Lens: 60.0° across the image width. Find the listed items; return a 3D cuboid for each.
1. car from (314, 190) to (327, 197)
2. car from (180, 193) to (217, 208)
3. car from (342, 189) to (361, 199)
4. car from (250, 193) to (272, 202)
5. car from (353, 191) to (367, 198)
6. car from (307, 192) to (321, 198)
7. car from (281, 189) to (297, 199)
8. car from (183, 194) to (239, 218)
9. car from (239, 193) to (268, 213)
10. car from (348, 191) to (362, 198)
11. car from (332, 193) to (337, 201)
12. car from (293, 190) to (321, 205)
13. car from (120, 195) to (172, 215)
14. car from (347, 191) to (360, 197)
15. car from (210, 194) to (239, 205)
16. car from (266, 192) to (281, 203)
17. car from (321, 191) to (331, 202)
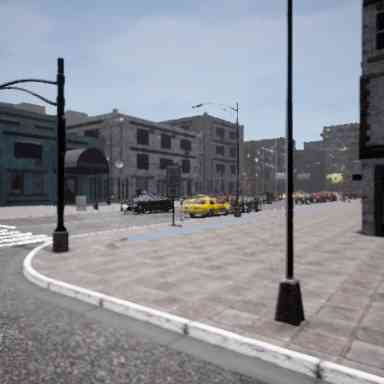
[{"bbox_3d":[30.210,0.377,78.070,1.967,1.590,4.097,1,1,36],"label":"car"},{"bbox_3d":[0.804,0.915,37.674,1.752,1.417,4.829,1,1,36],"label":"car"},{"bbox_3d":[30.472,0.351,64.189,2.192,1.841,5.009,1,1,36],"label":"car"},{"bbox_3d":[10.673,0.818,51.233,1.802,1.307,4.206,1,1,36],"label":"car"},{"bbox_3d":[36.984,0.503,73.139,1.947,1.339,4.313,1,1,36],"label":"car"},{"bbox_3d":[26.953,0.568,73.599,1.802,1.307,4.206,1,1,36],"label":"car"},{"bbox_3d":[17.085,0.662,60.041,1.752,1.417,4.829,1,1,36],"label":"car"},{"bbox_3d":[1.266,1.015,24.070,1.752,1.417,4.829,1,1,36],"label":"car"},{"bbox_3d":[4.422,0.991,28.406,2.008,1.369,4.403,1,1,36],"label":"car"},{"bbox_3d":[33.728,0.552,68.665,1.947,1.339,4.313,1,1,36],"label":"car"},{"bbox_3d":[20.703,0.626,50.771,1.967,1.590,4.097,1,1,36],"label":"car"},{"bbox_3d":[14.191,0.838,41.826,2.008,1.369,4.403,1,1,36],"label":"car"},{"bbox_3d":[-3.662,0.984,27.151,2.128,1.511,4.902,0,1,36],"label":"car"},{"bbox_3d":[39.356,0.457,80.979,1.895,1.301,4.718,0,1,36],"label":"car"},{"bbox_3d":[4.160,0.920,42.286,1.802,1.307,4.206,1,1,36],"label":"car"},{"bbox_3d":[10.293,0.800,46.238,1.812,1.442,4.674,0,0,37],"label":"car"},{"bbox_3d":[17.447,0.818,46.300,1.802,1.307,4.206,1,1,36],"label":"car"}]
